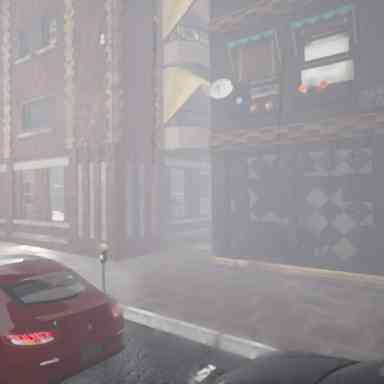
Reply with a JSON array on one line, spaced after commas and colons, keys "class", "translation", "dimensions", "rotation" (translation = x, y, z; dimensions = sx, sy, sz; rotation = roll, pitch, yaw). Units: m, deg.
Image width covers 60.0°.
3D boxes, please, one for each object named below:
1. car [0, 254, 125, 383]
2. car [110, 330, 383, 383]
[{"class": "car", "translation": [-2.773, 1.577, 4.814], "dimensions": [4.206, 1.307, 1.802], "rotation": [0, -1, 35]}, {"class": "car", "translation": [1.838, 1.567, 1.537], "dimensions": [4.313, 1.339, 1.947], "rotation": [0, -1, 35]}]
